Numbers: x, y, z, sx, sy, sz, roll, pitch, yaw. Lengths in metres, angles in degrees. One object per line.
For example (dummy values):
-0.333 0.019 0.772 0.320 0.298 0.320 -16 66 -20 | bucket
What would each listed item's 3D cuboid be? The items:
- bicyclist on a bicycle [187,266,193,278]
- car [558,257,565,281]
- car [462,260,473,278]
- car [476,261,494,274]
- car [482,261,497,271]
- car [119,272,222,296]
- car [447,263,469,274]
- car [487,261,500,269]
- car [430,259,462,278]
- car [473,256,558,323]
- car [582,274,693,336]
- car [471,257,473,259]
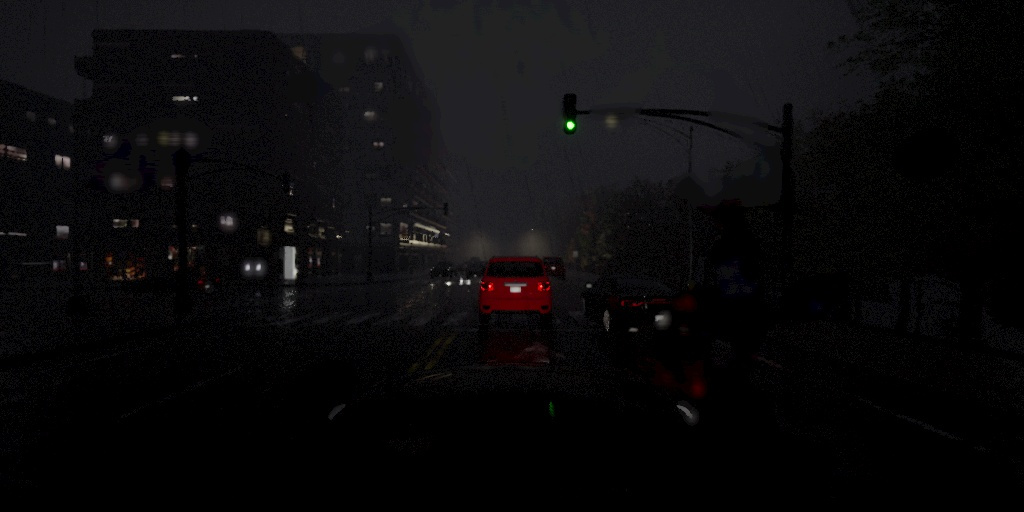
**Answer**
-24.883 1.418 27.285 0.582 1.620 1.656 -1 0 -1 | bicyclist on a bicycle
3.344 1.079 31.657 2.150 2.045 5.566 0 0 0 | car
-3.350 1.419 35.421 2.033 1.411 5.357 0 0 0 | car
-3.333 1.414 44.957 1.837 1.490 4.892 0 0 0 | car
-3.271 1.510 53.851 1.994 1.385 4.181 0 0 0 | car
-20.752 1.666 21.870 4.718 1.301 1.895 -1 0 -1 | car
-6.586 1.507 44.238 1.895 1.301 4.718 0 0 0 | car
-3.263 1.538 64.474 2.033 1.411 5.357 0 0 0 | car
-6.599 1.223 35.246 2.097 1.767 4.553 0 0 0 | car
0.098 1.010 12.415 2.150 2.045 5.566 0 0 0 | car
3.349 1.258 10.539 1.882 1.535 5.008 0 0 0 | car
-6.513 1.212 64.418 2.150 2.045 5.566 0 0 0 | car
